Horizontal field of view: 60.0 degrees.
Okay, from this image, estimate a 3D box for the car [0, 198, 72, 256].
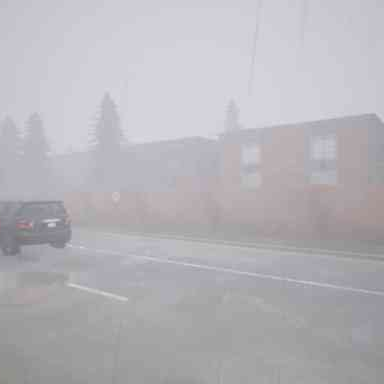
[{"bbox_3d":[-7.213,1.287,13.662,5.566,2.045,2.150,0,0,37],"label":"car"}]
